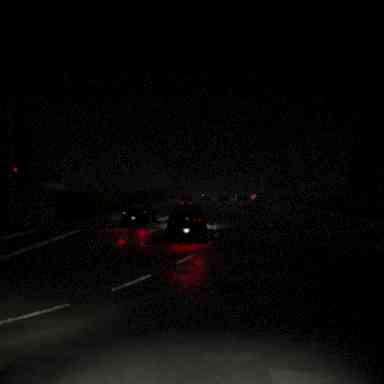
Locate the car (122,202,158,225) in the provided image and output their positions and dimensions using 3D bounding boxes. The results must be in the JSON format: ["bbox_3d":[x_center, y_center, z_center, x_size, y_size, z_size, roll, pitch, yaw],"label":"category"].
[{"bbox_3d":[-3.493,1.393,22.680,1.812,1.442,4.674,0,0,3],"label":"car"}]

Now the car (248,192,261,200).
[{"bbox_3d":[13.629,0.885,72.674,2.097,1.767,4.553,0,0,4],"label":"car"}]

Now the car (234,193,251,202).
[{"bbox_3d":[9.454,1.078,62.419,1.882,1.535,5.008,0,0,4],"label":"car"}]

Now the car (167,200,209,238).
[{"bbox_3d":[-0.196,1.401,16.893,1.837,1.490,4.892,0,0,1],"label":"car"}]

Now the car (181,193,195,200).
[{"bbox_3d":[-0.974,0.962,63.870,2.097,1.767,4.553,0,0,4],"label":"car"}]

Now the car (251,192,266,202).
[{"bbox_3d":[13.050,1.133,63.777,2.033,1.411,5.357,0,0,4],"label":"car"}]

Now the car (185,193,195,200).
[{"bbox_3d":[-0.428,0.943,72.252,1.994,1.385,4.181,0,0,4],"label":"car"}]

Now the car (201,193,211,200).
[{"bbox_3d":[3.065,0.911,72.024,2.128,1.511,4.902,0,0,4],"label":"car"}]

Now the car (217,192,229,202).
[{"bbox_3d":[5.961,1.083,62.647,1.882,1.535,5.008,0,0,4],"label":"car"}]

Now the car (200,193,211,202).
[{"bbox_3d":[2.496,1.171,63.291,1.994,1.385,4.181,0,0,4],"label":"car"}]

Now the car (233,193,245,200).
[{"bbox_3d":[10.050,0.901,71.569,2.128,1.511,4.902,0,0,4],"label":"car"}]
